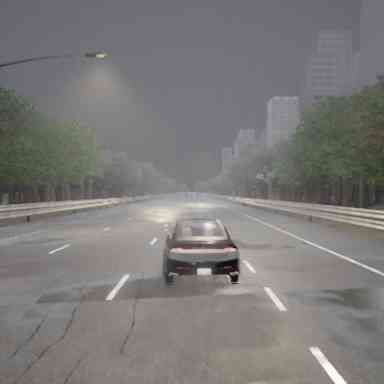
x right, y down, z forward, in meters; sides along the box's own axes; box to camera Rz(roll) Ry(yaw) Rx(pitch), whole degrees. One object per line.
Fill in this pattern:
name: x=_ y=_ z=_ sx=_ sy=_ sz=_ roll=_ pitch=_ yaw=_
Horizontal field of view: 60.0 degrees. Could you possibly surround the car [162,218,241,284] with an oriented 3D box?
car: x=0.170 y=1.500 z=9.609 sx=2.128 sy=1.511 sz=4.902 roll=0 pitch=0 yaw=-2
